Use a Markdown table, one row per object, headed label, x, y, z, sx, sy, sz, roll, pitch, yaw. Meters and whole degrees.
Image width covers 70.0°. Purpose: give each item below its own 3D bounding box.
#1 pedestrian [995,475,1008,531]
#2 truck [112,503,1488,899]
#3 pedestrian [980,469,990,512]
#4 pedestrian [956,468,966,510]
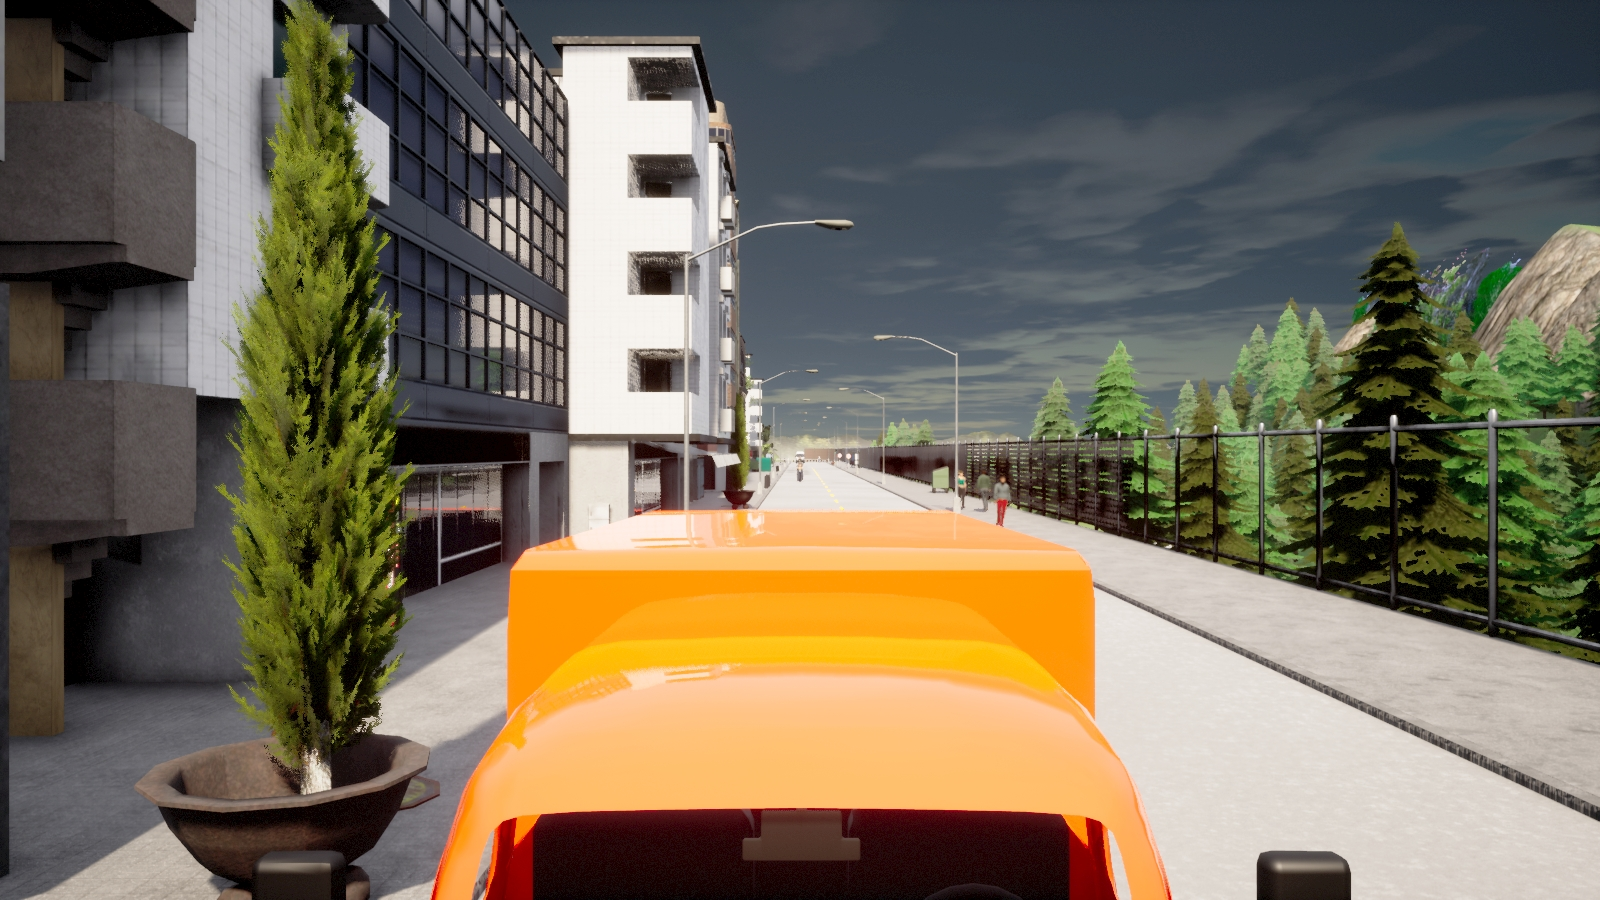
| label | x | y | z | sx | sy | sz | roll | pitch | yaw |
| --- | --- | --- | --- | --- | --- | --- | --- | --- | --- |
| pedestrian | 6.702 | 1.760 | 38.032 | 0.375 | 1.860 | 0.375 | 0 | 0 | -2 |
| truck | 0.000 | 1.571 | 4.781 | 2.627 | 2.467 | 5.204 | 0 | 0 | 0 |
| pedestrian | 8.052 | 1.764 | 49.798 | 0.375 | 1.860 | 0.375 | 0 | 0 | -1 |
| pedestrian | 7.267 | 1.765 | 51.562 | 0.375 | 1.860 | 0.375 | 0 | 0 | -2 |
